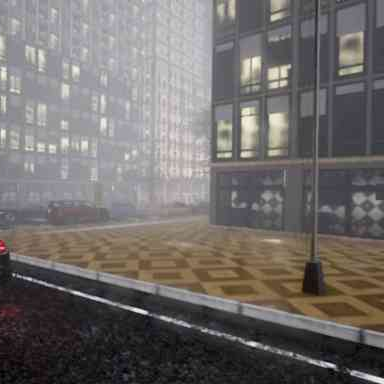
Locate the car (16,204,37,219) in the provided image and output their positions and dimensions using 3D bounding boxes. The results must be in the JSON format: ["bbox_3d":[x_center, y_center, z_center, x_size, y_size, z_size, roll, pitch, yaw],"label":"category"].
[{"bbox_3d":[-14.170,1.699,28.216,1.895,1.301,4.718,1,0,36],"label":"car"}]

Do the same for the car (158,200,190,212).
[{"bbox_3d":[-2.392,1.835,44.118,1.994,1.385,4.181,1,0,37],"label":"car"}]

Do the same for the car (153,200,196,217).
[{"bbox_3d":[-1.993,1.828,34.953,1.752,1.417,4.829,1,0,36],"label":"car"}]

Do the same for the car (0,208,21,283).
[{"bbox_3d":[-6.580,1.344,8.380,4.553,1.767,2.097,0,0,35],"label":"car"}]

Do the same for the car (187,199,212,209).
[{"bbox_3d":[1.223,1.876,53.394,1.947,1.339,4.313,1,0,36],"label":"car"}]

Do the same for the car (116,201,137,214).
[{"bbox_3d":[-8.375,1.731,36.051,2.033,1.411,5.357,1,0,37],"label":"car"}]

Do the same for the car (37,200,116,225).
[{"bbox_3d":[-8.799,1.518,25.747,2.192,1.841,5.009,1,0,36],"label":"car"}]

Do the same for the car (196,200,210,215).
[{"bbox_3d":[1.259,1.932,39.351,1.802,1.307,4.206,1,0,36],"label":"car"}]

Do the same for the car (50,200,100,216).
[{"bbox_3d":[-12.288,1.639,35.125,1.752,1.417,4.829,1,0,36],"label":"car"}]
